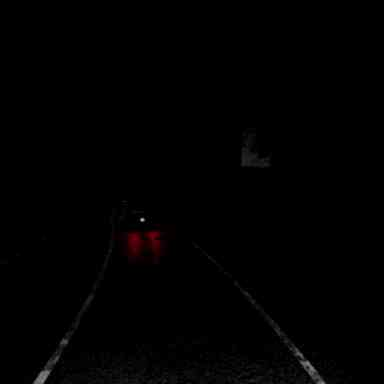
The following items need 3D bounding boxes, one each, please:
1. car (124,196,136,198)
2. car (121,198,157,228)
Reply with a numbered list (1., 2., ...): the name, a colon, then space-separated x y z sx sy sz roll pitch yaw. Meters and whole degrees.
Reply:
1. car: -7.529 1.228 40.477 1.837 1.490 4.892 -1 1 -10
2. car: -3.353 1.344 21.138 2.128 1.511 4.902 -2 1 -13
